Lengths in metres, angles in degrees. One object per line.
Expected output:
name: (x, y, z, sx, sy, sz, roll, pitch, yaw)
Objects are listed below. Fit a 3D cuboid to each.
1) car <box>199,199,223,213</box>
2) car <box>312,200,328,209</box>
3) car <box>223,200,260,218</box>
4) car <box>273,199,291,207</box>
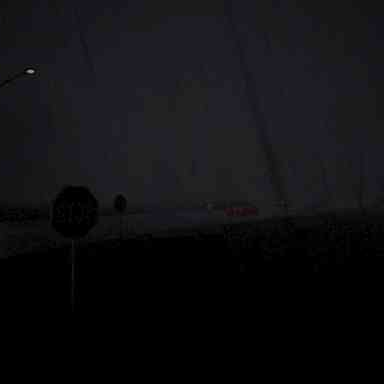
car: (2.883, 1.738, 44.718, 2.097, 1.767, 4.553, 1, -1, 36)
car: (23.722, 2.312, 61.606, 2.128, 1.511, 4.902, 1, 0, 36)
car: (5.772, 1.814, 36.766, 2.097, 1.767, 4.553, 1, 0, 36)
car: (17.656, 2.086, 65.156, 2.097, 1.767, 4.553, 1, 0, 36)
